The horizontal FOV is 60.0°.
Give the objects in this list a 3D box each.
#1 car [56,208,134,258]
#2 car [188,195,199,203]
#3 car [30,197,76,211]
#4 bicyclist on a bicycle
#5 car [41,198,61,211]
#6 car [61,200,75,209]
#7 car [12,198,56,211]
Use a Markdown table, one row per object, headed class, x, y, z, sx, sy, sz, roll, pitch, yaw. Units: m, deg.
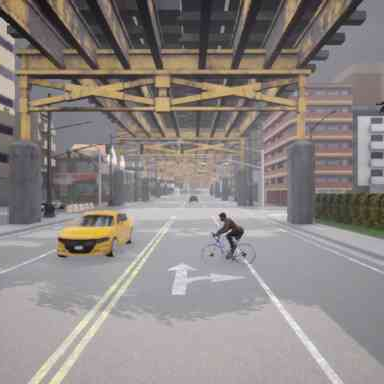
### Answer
| class | x | y | z | sx | sy | sz | roll | pitch | yaw |
| --- | --- | --- | --- | --- | --- | --- | --- | --- | --- |
| car | -3.527 | 1.477 | 12.917 | 1.882 | 1.535 | 5.008 | 0 | 0 | 0 |
| car | 0.347 | 1.489 | 71.231 | 1.837 | 1.490 | 4.892 | 0 | 0 | 0 |
| car | -16.569 | 1.453 | 39.840 | 4.974 | 1.542 | 2.038 | 0 | 0 | -20 |
| bicyclist on a bicycle | 1.102 | 1.452 | 10.142 | 1.656 | 1.620 | 0.582 | 0 | 0 | 0 |
| car | -16.916 | 1.453 | 35.683 | 4.974 | 1.542 | 2.038 | 0 | 0 | 25 |
| car | -16.617 | 1.295 | 39.823 | 4.536 | 1.218 | 1.853 | 0 | 0 | -20 |
| car | -16.963 | 1.295 | 35.705 | 4.536 | 1.218 | 1.853 | 0 | 0 | 25 |
